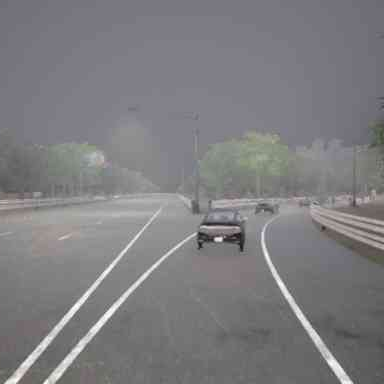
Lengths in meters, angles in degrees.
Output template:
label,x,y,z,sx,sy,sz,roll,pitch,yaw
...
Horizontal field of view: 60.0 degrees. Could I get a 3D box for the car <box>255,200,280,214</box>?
label,x,y,z,sx,sy,sz,roll,pitch,yaw
car,8.109,1.593,35.477,1.837,1.490,4.892,0,-1,25

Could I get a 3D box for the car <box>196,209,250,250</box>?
label,x,y,z,sx,sy,sz,roll,pitch,yaw
car,1.398,1.502,14.390,2.128,1.511,4.902,0,0,10

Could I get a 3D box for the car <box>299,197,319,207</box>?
label,x,y,z,sx,sy,sz,roll,pitch,yaw
car,18.487,1.561,52.228,2.128,1.511,4.902,0,0,38
